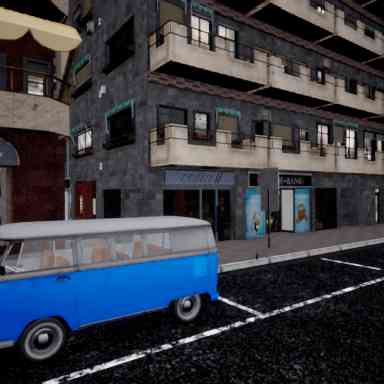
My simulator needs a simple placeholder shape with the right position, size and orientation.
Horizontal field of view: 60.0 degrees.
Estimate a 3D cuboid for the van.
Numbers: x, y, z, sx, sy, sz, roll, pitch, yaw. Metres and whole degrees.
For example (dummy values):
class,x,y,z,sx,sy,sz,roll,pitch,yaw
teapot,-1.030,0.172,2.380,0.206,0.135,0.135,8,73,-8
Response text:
class,x,y,z,sx,sy,sz,roll,pitch,yaw
van,-1.423,1.341,5.554,3.998,1.788,1.690,0,0,-35
